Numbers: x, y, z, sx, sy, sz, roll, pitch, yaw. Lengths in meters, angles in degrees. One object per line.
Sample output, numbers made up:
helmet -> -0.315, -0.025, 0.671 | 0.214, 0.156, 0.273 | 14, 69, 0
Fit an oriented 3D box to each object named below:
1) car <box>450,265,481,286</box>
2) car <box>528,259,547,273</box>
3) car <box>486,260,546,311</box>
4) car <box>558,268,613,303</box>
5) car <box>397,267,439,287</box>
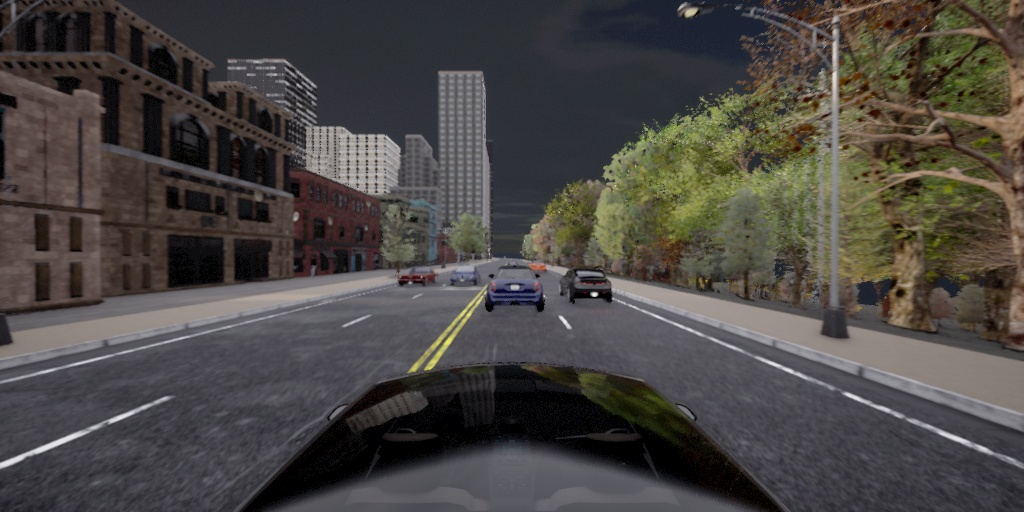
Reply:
car -> -3.338, 1.374, 26.382 | 1.812, 1.442, 4.674 | 0, 0, 0
car -> 3.364, 1.282, 48.099 | 2.097, 1.767, 4.553 | 0, 0, 0
car -> 0.105, 1.155, 14.915 | 2.097, 1.767, 4.553 | 0, 0, 0
car -> 3.355, 1.316, 16.989 | 1.837, 1.490, 4.892 | 0, 0, 0
car -> -6.591, 1.446, 25.477 | 1.895, 1.301, 4.718 | 0, 0, 0
